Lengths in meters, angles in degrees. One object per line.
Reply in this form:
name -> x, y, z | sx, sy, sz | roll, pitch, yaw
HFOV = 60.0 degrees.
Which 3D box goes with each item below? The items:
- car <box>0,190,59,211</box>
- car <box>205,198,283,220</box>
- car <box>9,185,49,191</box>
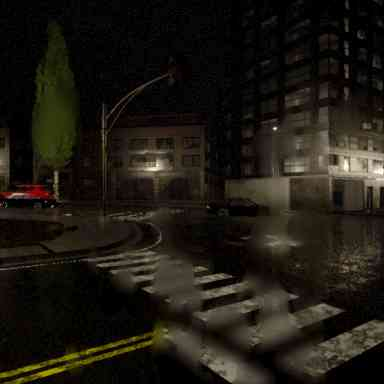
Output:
car -> -13.216, 0.775, 26.778 | 4.718, 1.301, 1.895 | 1, 0, 11
car -> 3.635, 1.154, 23.769 | 5.357, 1.411, 2.033 | 2, 0, 6
car -> -17.385, 0.288, 34.449 | 5.566, 2.045, 2.150 | 1, 0, 11
